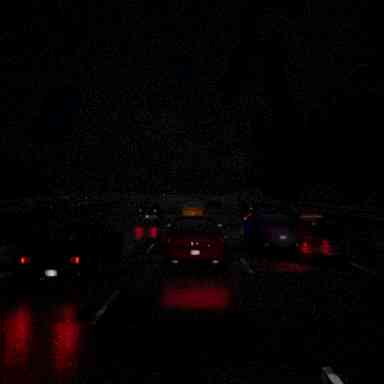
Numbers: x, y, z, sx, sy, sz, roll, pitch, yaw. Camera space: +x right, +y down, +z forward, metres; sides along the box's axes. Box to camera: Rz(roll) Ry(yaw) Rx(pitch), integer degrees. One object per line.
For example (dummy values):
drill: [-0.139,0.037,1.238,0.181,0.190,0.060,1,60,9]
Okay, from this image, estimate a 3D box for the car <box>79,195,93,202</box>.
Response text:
car: [-24.540,1.388,76.991,2.097,1.767,4.553,0,0,0]

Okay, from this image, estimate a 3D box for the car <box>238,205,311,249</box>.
car: [3.492,1.601,15.198,1.882,1.535,5.008,0,0,0]

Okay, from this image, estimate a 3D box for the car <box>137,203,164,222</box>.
car: [-3.415,1.661,27.906,2.128,1.511,4.902,0,0,0]

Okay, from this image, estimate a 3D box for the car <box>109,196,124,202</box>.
car: [-14.055,1.532,62.015,2.097,1.767,4.553,0,0,0]

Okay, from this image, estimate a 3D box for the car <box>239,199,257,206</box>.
car: [7.077,1.701,42.275,1.837,1.490,4.892,0,0,0]

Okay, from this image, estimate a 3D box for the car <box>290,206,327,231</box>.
car: [7.070,1.641,21.631,2.128,1.511,4.902,0,0,0]

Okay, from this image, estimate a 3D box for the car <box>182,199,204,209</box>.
car: [0.084,1.653,30.165,1.882,1.535,5.008,0,0,0]

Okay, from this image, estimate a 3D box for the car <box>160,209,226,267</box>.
car: [0.094,1.581,11.919,1.882,1.535,5.008,0,0,0]

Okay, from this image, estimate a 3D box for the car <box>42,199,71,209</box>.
car: [-17.601,1.704,44.128,1.837,1.490,4.892,0,0,0]

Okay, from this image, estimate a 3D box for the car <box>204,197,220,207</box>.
car: [3.472,1.672,54.149,1.882,1.535,5.008,0,0,0]

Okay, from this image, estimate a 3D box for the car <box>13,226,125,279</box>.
car: [-3.406,1.692,10.275,1.895,1.301,4.718,0,0,0]

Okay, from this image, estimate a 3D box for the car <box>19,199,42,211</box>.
car: [-21.104,1.676,44.320,1.882,1.535,5.008,0,0,0]
